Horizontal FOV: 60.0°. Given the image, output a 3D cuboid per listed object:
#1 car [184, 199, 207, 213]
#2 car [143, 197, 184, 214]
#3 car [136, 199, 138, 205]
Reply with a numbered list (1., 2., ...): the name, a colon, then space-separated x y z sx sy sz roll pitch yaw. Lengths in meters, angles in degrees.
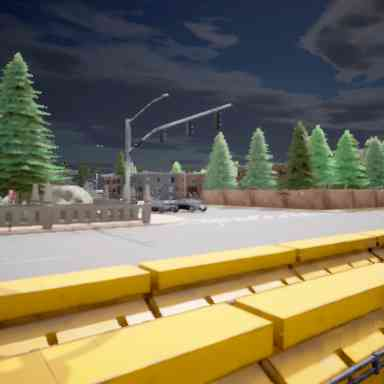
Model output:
1. car: -0.235 1.495 37.603 2.128 1.511 4.902 0 0 -36
2. car: -3.146 1.567 35.655 1.994 1.385 4.181 0 0 -36
3. car: -11.240 1.567 59.021 1.994 1.385 4.181 0 0 -36
